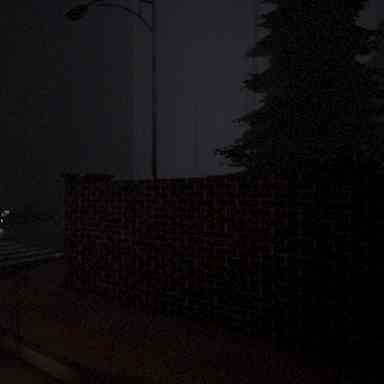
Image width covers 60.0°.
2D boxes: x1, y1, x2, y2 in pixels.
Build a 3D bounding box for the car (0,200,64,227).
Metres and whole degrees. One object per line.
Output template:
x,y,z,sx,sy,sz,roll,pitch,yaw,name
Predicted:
-11.385,1.375,23.103,2.097,1.767,4.553,0,0,35,car
